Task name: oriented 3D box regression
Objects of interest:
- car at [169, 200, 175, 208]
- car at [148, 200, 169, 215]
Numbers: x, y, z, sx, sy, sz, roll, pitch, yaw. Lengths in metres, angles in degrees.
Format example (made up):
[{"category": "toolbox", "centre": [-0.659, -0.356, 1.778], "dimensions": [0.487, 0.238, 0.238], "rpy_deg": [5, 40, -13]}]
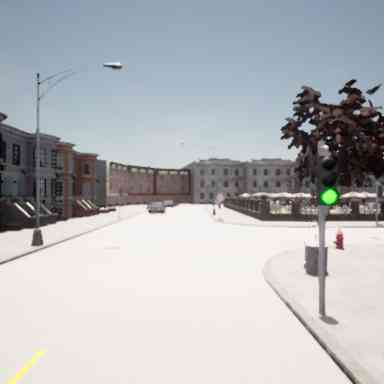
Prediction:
[{"category": "car", "centre": [-4.073, 2.078, 58.512], "dimensions": [2.033, 1.411, 5.357], "rpy_deg": [0, -1, 4]}, {"category": "car", "centre": [-4.115, 1.886, 39.784], "dimensions": [1.812, 1.442, 4.674], "rpy_deg": [0, 0, 0]}]
